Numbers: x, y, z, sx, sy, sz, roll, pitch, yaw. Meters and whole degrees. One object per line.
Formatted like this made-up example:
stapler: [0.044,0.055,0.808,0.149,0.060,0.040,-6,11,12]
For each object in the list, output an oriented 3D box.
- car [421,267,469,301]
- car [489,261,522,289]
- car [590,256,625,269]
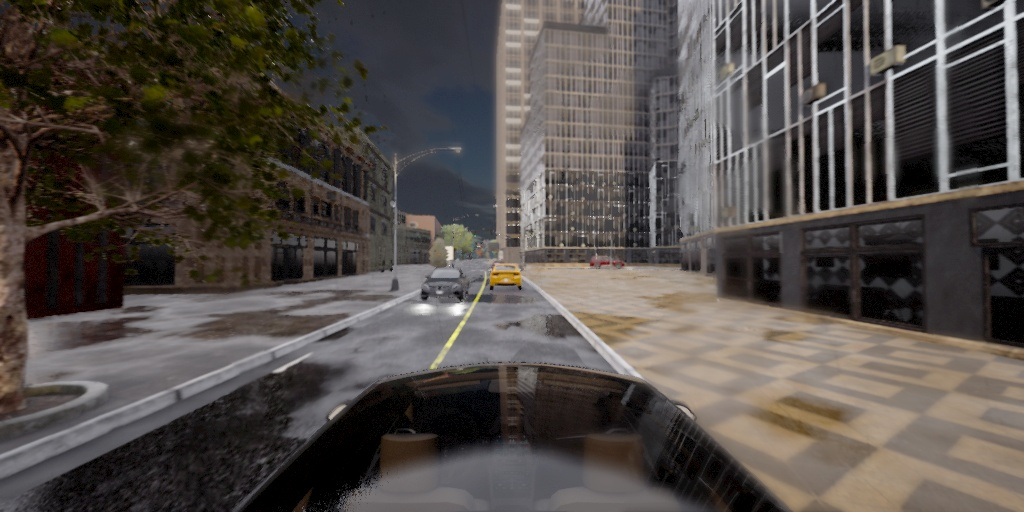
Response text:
car: [-3.132,1.281,17.527,1.812,1.442,4.674,0,0,-2]
car: [-0.428,1.232,22.918,1.882,1.535,5.008,0,0,-2]
car: [13.843,0.935,52.203,5.009,1.841,2.192,0,0,15]
